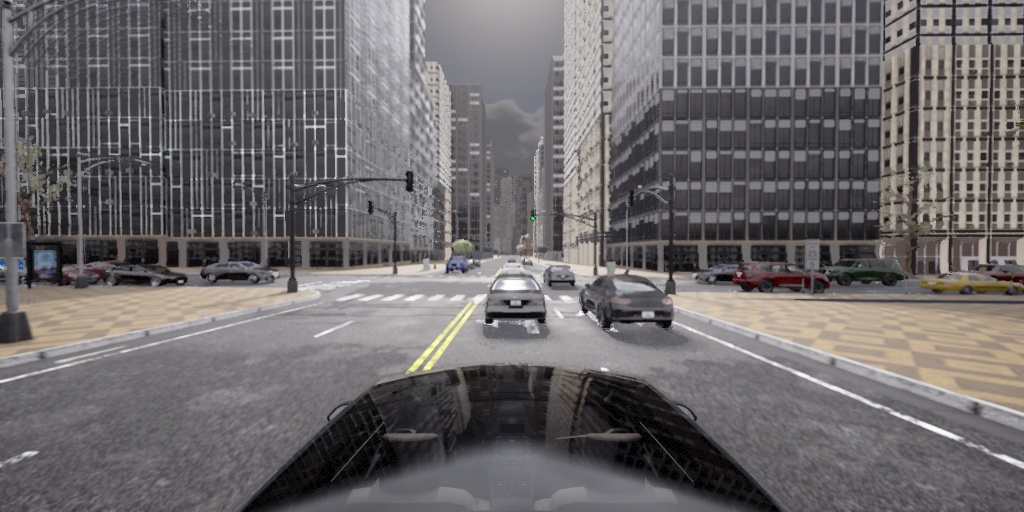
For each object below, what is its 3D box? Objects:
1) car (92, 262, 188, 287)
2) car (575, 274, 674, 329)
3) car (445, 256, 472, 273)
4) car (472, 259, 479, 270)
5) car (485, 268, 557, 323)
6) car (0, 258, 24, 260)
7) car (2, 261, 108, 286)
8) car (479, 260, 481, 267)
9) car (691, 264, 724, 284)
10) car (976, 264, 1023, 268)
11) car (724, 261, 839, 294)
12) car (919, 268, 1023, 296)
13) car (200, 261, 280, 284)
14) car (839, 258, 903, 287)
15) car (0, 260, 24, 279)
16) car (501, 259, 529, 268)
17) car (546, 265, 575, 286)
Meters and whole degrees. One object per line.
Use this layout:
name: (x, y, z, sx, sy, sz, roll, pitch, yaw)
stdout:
car: (-22.736, 1.198, 22.301, 4.313, 1.339, 1.948, 0, 0, 1)
car: (3.349, 1.279, 11.120, 1.812, 1.442, 4.674, 0, 0, 0)
car: (-6.607, 0.980, 43.517, 2.150, 2.045, 5.566, 0, 0, 0)
car: (-6.576, 1.247, 53.435, 2.128, 1.511, 4.902, 0, 0, 0)
car: (0.101, 1.301, 12.097, 2.033, 1.411, 5.357, 0, 0, 0)
car: (-37.951, 0.979, 25.322, 4.674, 1.442, 1.812, 1, 1, 2)
car: (-28.420, 1.163, 22.433, 4.207, 1.307, 1.802, 0, 0, 1)
car: (-6.515, 1.300, 63.740, 2.033, 1.411, 5.357, 0, 0, 0)
car: (16.441, 1.382, 27.557, 4.902, 1.511, 2.128, 1, 1, 1)
car: (36.543, 1.417, 27.201, 4.553, 1.767, 2.097, 0, 1, 1)
car: (16.189, 1.291, 21.781, 5.009, 1.841, 2.192, 0, 0, 1)
car: (27.637, 1.601, 21.587, 4.829, 1.417, 1.751, 0, 0, 1)
car: (-18.805, 1.118, 24.929, 4.902, 1.511, 2.128, 1, 1, 1)
car: (26.334, 1.198, 27.386, 5.566, 2.045, 2.150, 0, 1, 1)
car: (-34.101, 1.095, 22.605, 4.313, 1.339, 1.948, 0, 0, 1)
car: (0.107, 1.264, 28.399, 1.812, 1.442, 4.674, 1, 1, 0)
car: (3.356, 1.350, 26.082, 2.033, 1.411, 5.357, 1, 1, 0)
